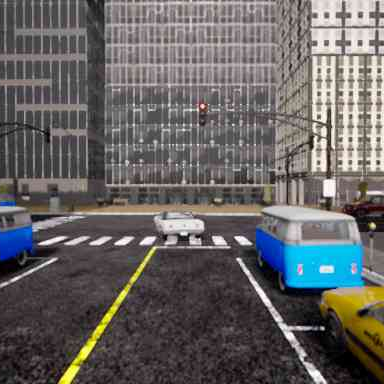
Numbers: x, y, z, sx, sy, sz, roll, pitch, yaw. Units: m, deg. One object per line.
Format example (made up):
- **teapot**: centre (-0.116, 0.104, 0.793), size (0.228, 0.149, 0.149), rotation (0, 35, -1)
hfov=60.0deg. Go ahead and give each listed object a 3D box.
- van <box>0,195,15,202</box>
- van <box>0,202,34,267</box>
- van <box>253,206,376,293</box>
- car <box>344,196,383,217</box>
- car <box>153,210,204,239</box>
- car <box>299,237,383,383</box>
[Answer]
- **van**: centre (-17.097, 1.090, 28.054), size (3.998, 1.788, 1.690), rotation (0, 1, 0)
- **van**: centre (-5.686, 1.305, 8.538), size (1.690, 1.788, 3.998), rotation (-1, 0, 0)
- **van**: centre (2.694, 1.305, 8.493), size (1.690, 1.788, 3.998), rotation (-1, 0, 0)
- **car**: centre (15.292, 1.228, 27.799), size (5.009, 1.841, 2.192), rotation (0, 1, 0)
- **car**: centre (-0.872, 1.575, 17.072), size (1.895, 1.301, 4.718), rotation (0, 0, -13)
- **car**: centre (2.686, 1.512, 3.062), size (1.752, 1.417, 4.829), rotation (-1, 0, 0)
